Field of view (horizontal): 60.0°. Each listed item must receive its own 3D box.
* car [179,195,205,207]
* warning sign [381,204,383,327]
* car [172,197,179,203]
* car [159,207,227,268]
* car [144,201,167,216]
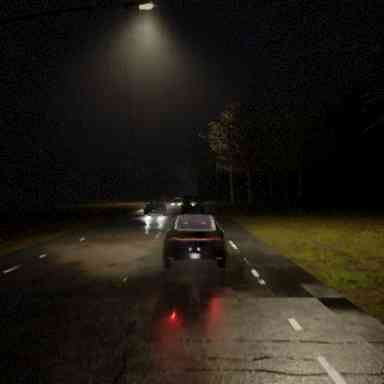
[{"bbox_3d":[0.103,1.270,33.184,2.150,2.045,5.566,0,0,0],"label":"car"},{"bbox_3d":[3.559,1.118,4.562,1.300,1.860,1.060,1,0,0],"label":"warning sign"},{"bbox_3d":[-3.489,1.747,74.256,1.895,1.301,4.718,0,0,0],"label":"car"},{"bbox_3d":[0.087,1.499,11.317,2.128,1.511,4.902,0,0,0],"label":"car"},{"bbox_3d":[-3.592,1.613,33.119,1.994,1.385,4.181,0,0,0],"label":"car"}]
